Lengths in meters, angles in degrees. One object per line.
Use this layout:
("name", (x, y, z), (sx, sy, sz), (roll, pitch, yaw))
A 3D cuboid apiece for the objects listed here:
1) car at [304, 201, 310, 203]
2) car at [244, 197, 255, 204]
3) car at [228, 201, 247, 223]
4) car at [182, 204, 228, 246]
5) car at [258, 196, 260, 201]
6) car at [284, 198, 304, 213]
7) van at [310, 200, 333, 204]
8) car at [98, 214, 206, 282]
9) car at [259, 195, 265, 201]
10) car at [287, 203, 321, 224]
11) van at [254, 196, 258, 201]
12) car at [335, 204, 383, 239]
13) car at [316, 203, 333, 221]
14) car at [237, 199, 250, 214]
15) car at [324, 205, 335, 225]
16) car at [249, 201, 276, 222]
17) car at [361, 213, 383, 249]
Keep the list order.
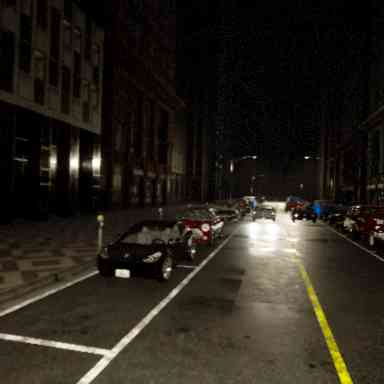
("car", (16.511, 2.057, 46.162), (1.947, 1.339, 4.313), (2, 0, 14))
("car", (5.573, 1.594, 37.207), (1.967, 1.590, 4.097), (2, 0, 14))
("car", (2.909, 1.627, 26.253), (2.008, 1.369, 4.403), (2, 0, 14))
("car", (0.254, 1.440, 15.299), (1.967, 1.590, 4.097), (2, 0, 14))
("car", (9.519, 1.795, 53.473), (1.752, 1.417, 4.829), (2, 0, 14))
("car", (12.923, 1.906, 42.795), (1.812, 1.442, 4.674), (2, 0, 14))
("van", (13.859, 1.755, 35.206), (1.690, 1.788, 3.998), (2, 0, 14))
("car", (-1.080, 1.527, 9.822), (1.947, 1.339, 4.313), (2, 0, 14))
("car", (14.884, 1.748, 75.547), (2.192, 1.841, 5.009), (2, 0, 14))
("car", (9.422, 1.880, 28.352), (1.895, 1.301, 4.718), (2, 0, 14))
("van", (8.236, 1.573, 48.161), (1.690, 1.788, 3.998), (2, 0, 14))
("car", (9.870, 1.613, 18.774), (2.192, 1.841, 5.009), (2, 0, 14))
("car", (12.521, 1.941, 29.729), (1.947, 1.339, 4.313), (2, 0, 14))
("car", (4.200, 1.639, 31.565), (1.752, 1.417, 4.829), (2, 0, 14))
("car", (11.192, 1.902, 24.252), (1.947, 1.339, 4.313), (2, 0, 14))
("car", (6.226, 1.780, 28.560), (1.895, 1.301, 4.718), (2, 0, 14))
("car", (8.533, 1.804, 13.296), (1.887, 1.381, 4.507), (2, 0, 14))
